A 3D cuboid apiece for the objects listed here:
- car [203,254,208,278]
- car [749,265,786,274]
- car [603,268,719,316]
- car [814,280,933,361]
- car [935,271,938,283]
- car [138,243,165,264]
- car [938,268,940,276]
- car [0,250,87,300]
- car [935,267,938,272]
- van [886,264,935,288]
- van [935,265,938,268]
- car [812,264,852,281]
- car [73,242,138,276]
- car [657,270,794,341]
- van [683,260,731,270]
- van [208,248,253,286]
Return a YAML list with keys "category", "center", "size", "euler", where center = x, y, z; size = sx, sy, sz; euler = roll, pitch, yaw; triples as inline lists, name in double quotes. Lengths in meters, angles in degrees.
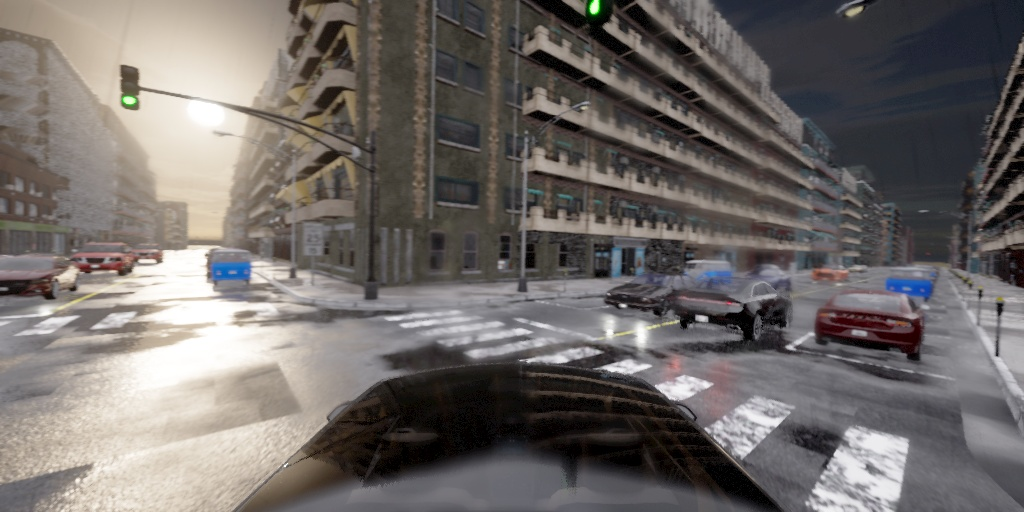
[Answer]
- category: "car"
  center: [-18.311, 0.370, 22.956]
  size: [2.192, 1.841, 5.009]
  euler: [0, 0, -40]
- category: "car"
  center: [15.822, 1.486, 22.221]
  size: [4.674, 1.442, 1.812]
  euler: [1, 1, -40]
- category: "car"
  center: [5.829, 1.336, 13.858]
  size: [5.357, 1.411, 2.033]
  euler: [1, 1, -40]
- category: "car"
  center: [9.031, 1.521, 9.012]
  size: [4.507, 1.381, 1.888]
  euler: [0, 0, -40]
- category: "car"
  center: [26.461, 1.859, 23.613]
  size: [4.207, 1.307, 1.802]
  euler: [0, 0, -40]
- category: "car"
  center: [-37.703, -0.270, 37.102]
  size: [2.150, 2.045, 5.566]
  euler: [0, 1, -39]
- category: "car"
  center: [43.895, 2.175, 38.209]
  size: [4.207, 1.307, 1.802]
  euler: [0, 0, -40]
- category: "car"
  center: [-17.660, 0.709, 13.111]
  size: [1.882, 1.535, 5.008]
  euler: [0, 1, -41]
- category: "car"
  center: [35.308, 1.959, 31.020]
  size: [4.829, 1.417, 1.751]
  euler: [0, 0, -40]
- category: "van"
  center: [22.104, 1.542, 19.963]
  size: [3.998, 1.789, 1.690]
  euler: [0, 0, -40]
- category: "van"
  center: [39.537, 1.853, 34.560]
  size: [3.998, 1.789, 1.690]
  euler: [0, 0, -40]
- category: "car"
  center: [30.737, 1.577, 34.589]
  size: [4.553, 1.767, 2.097]
  euler: [1, 1, -40]
- category: "car"
  center: [-25.587, 0.160, 22.548]
  size: [2.150, 2.045, 5.566]
  euler: [0, 1, -41]
- category: "car"
  center: [6.565, 1.365, 10.431]
  size: [4.902, 1.511, 2.128]
  euler: [1, 1, -40]
- category: "van"
  center: [12.386, 1.183, 22.726]
  size: [3.998, 1.789, 1.690]
  euler: [0, 0, -40]
- category: "van"
  center: [-14.711, 0.527, 18.804]
  size: [1.690, 1.789, 3.998]
  euler: [0, 0, -40]
